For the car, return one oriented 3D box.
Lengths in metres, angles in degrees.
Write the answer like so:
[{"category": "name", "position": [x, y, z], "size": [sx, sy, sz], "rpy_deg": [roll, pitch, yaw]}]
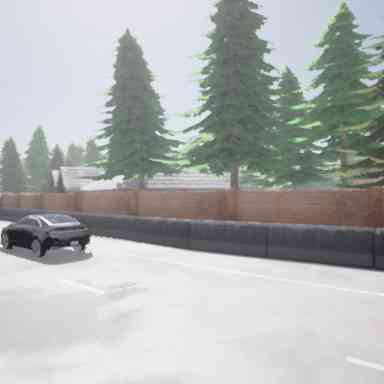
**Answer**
[{"category": "car", "position": [-6.046, 1.644, 13.531], "size": [4.902, 1.511, 2.128], "rpy_deg": [-1, -1, 41]}]
